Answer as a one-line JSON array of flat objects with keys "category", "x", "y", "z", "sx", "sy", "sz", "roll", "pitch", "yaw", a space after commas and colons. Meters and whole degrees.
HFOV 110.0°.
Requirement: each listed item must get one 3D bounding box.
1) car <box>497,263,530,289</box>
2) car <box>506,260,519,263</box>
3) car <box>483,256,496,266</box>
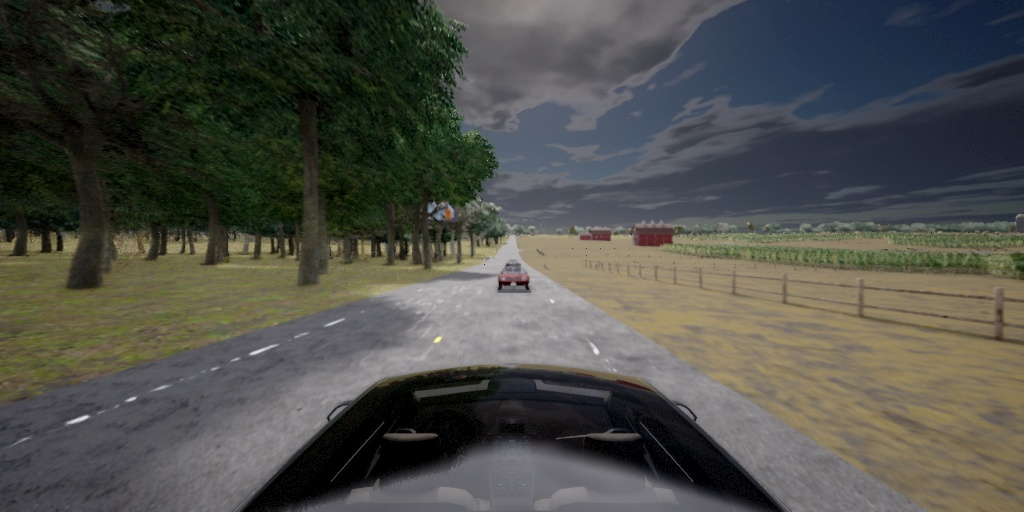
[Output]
[{"category": "car", "x": 0.102, "y": 1.306, "z": 22.483, "sx": 1.895, "sy": 1.301, "sz": 4.718, "roll": 0, "pitch": 0, "yaw": 0}, {"category": "car", "x": 0.097, "y": 1.196, "z": 40.847, "sx": 1.837, "sy": 1.490, "sz": 4.892, "roll": 0, "pitch": 0, "yaw": 0}, {"category": "car", "x": -3.499, "y": 0.780, "z": 57.229, "sx": 1.812, "sy": 1.442, "sz": 4.674, "roll": 0, "pitch": 0, "yaw": 0}]
